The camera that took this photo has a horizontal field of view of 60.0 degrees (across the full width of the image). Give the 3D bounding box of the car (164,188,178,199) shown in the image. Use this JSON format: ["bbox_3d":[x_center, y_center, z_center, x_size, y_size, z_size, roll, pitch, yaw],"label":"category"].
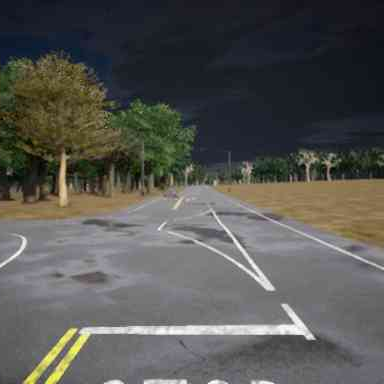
[{"bbox_3d":[-3.385,0.122,53.730,2.097,1.767,4.553,0,2,1],"label":"car"}]
